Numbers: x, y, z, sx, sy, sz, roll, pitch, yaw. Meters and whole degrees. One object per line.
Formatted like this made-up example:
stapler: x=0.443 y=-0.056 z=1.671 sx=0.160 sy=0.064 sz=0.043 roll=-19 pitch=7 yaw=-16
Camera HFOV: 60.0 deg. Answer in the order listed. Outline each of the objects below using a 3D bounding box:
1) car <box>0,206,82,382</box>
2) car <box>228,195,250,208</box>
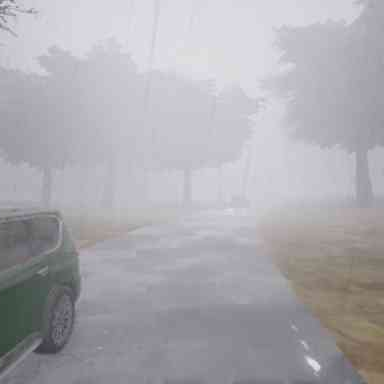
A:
car: x=-2.944 y=1.218 z=3.220 sx=2.150 sy=2.045 sz=5.566 roll=0 pitch=0 yaw=3
car: x=6.269 y=1.159 z=44.230 sx=2.097 sy=1.767 sz=4.553 roll=0 pitch=0 yaw=21
